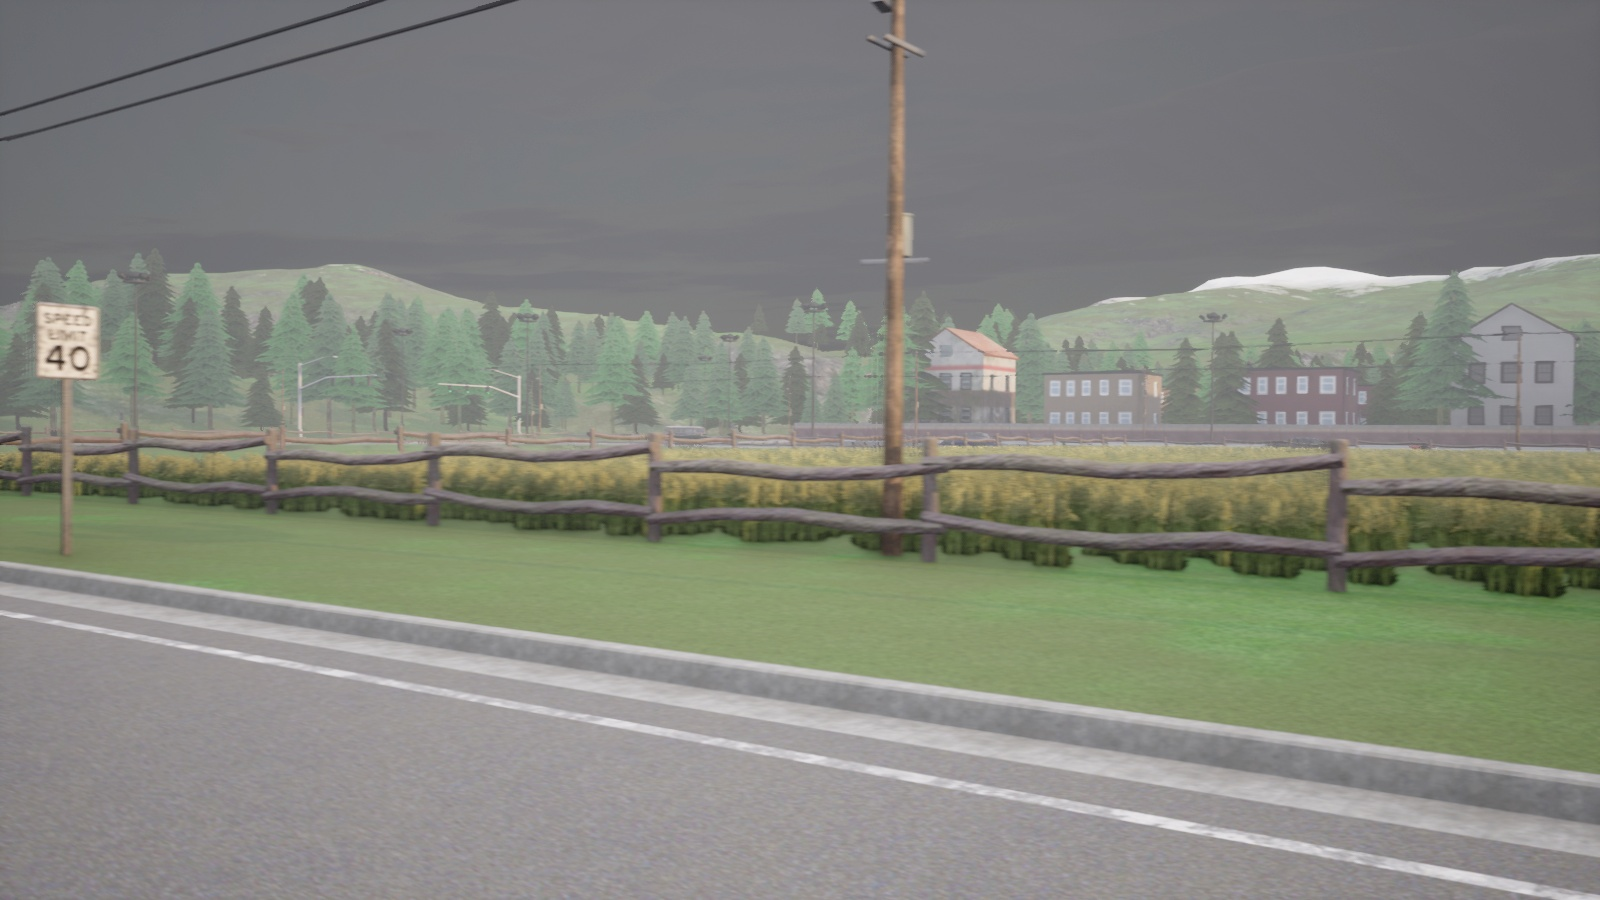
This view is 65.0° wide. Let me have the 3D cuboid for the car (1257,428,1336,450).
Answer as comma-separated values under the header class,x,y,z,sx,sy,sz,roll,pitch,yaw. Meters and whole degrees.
class,x,y,z,sx,sy,sz,roll,pitch,yaw
car,34.804,-0.787,88.113,4.892,1.490,1.837,0,1,34
